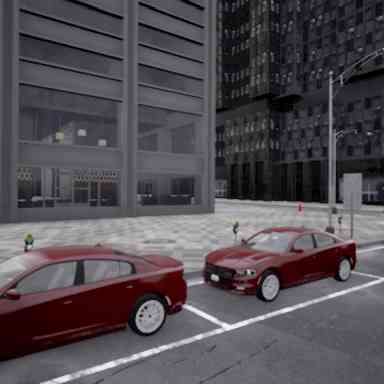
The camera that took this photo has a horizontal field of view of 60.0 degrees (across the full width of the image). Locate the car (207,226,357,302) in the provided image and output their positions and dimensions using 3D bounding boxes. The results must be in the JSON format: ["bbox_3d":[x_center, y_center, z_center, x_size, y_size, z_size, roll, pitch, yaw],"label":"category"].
[{"bbox_3d":[2.315,1.573,8.314,4.507,1.381,1.887,0,0,-35],"label":"car"}]

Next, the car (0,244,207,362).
[{"bbox_3d":[-2.182,1.549,5.105,4.507,1.381,1.887,0,0,-35],"label":"car"}]
